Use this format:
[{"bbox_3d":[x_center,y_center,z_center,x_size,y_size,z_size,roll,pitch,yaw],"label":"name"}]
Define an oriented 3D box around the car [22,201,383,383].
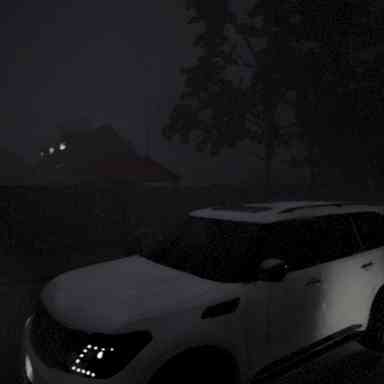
[{"bbox_3d":[0.819,1.187,4.535,5.566,2.045,2.150,-1,0,-35],"label":"car"}]
